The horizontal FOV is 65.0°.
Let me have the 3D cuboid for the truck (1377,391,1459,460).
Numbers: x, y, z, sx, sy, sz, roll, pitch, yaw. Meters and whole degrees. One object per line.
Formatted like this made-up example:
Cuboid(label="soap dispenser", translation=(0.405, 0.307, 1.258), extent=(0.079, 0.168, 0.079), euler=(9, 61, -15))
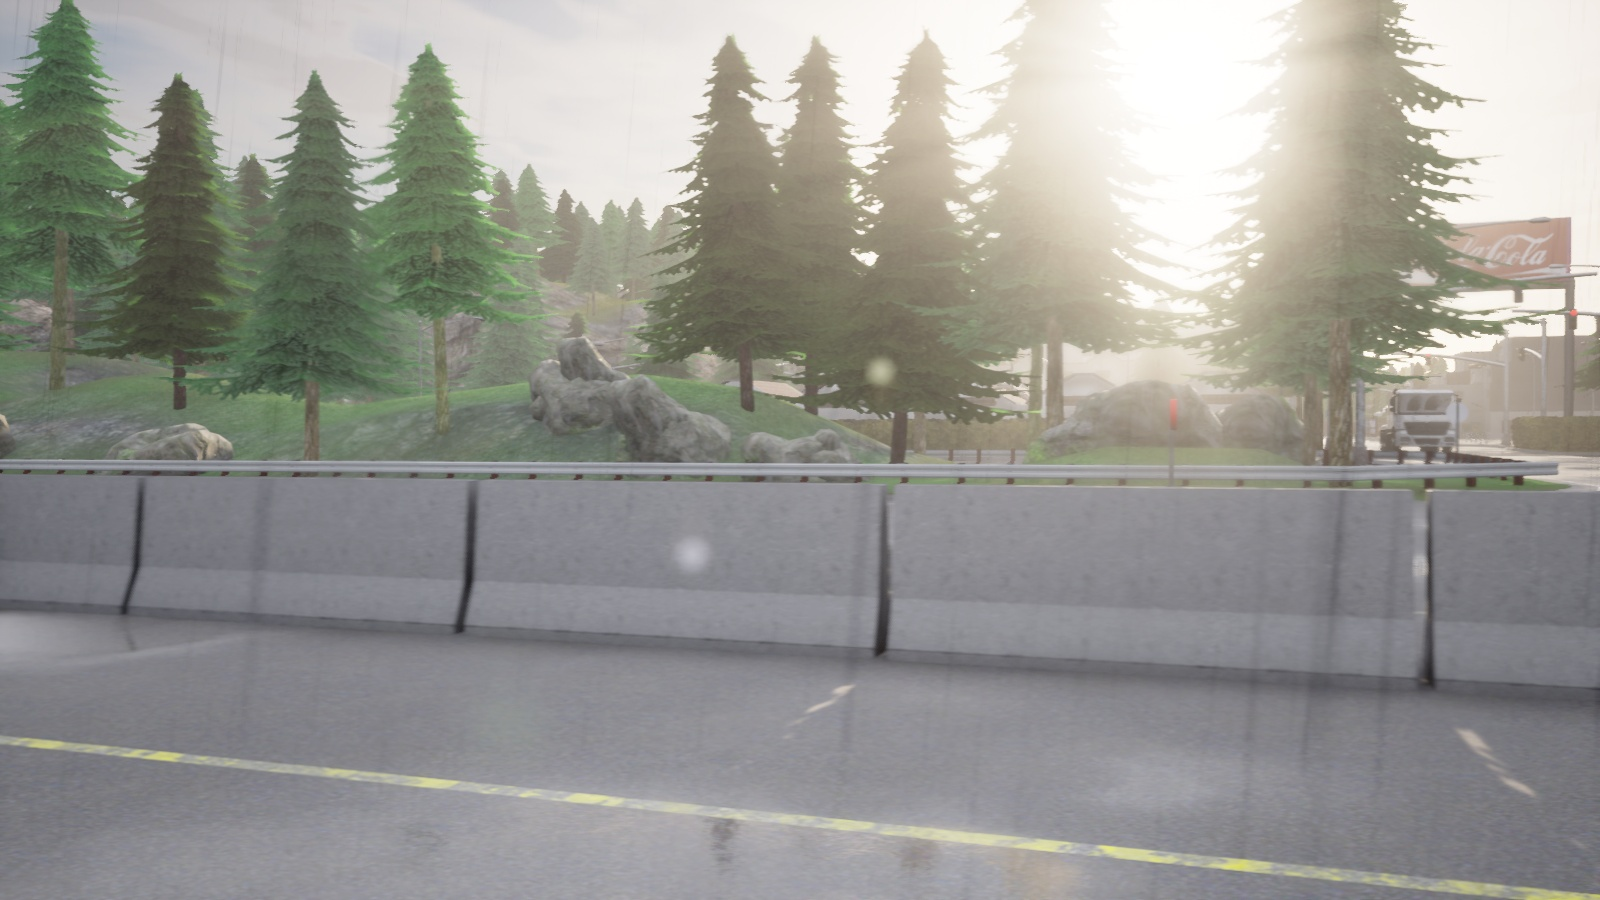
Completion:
Cuboid(label="truck", translation=(33.115, -1.292, 67.586), extent=(2.891, 3.462, 7.936), euler=(1, 1, 18))
